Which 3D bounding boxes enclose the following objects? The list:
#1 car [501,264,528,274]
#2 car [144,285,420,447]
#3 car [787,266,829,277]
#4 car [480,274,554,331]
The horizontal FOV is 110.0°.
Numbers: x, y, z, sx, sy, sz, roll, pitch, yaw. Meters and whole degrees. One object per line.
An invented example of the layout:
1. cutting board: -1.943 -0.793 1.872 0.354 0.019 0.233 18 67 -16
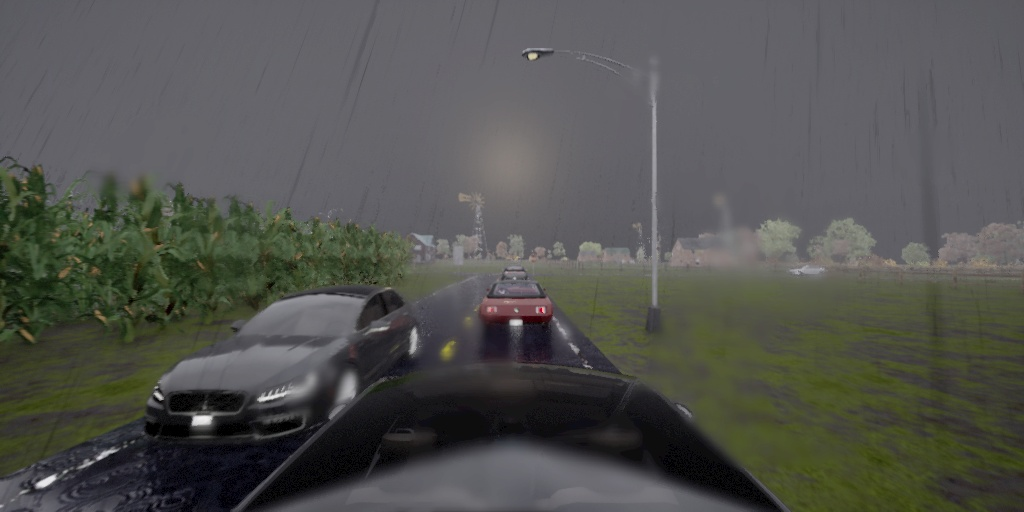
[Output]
1. car: 0.186 1.377 27.566 2.128 1.511 4.902 0 0 0
2. car: -2.841 1.276 5.730 1.837 1.490 4.892 0 0 0
3. car: 39.219 2.039 47.515 4.674 1.442 1.812 1 -1 0
4. car: 0.126 1.402 11.248 1.895 1.301 4.718 0 0 0
